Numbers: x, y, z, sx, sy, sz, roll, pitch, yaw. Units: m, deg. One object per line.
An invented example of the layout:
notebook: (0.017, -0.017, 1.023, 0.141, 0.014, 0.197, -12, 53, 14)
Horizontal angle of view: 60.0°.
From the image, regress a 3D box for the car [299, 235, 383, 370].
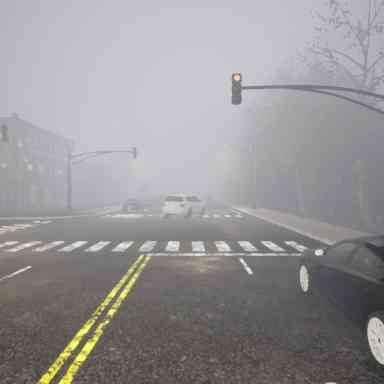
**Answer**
car: (3.344, 1.476, 5.663, 1.882, 1.535, 5.008, 0, 0, 1)

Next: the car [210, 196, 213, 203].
car: (3.370, 1.478, 68.989, 1.837, 1.490, 4.892, 0, 0, 0)

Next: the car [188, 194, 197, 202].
car: (0.022, 1.322, 79.121, 2.097, 1.767, 4.553, 0, 0, 0)

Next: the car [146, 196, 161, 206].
car: (-6.567, 1.457, 57.304, 1.882, 1.535, 5.008, 0, 0, 1)

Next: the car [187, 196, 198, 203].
car: (0.122, 1.521, 68.637, 2.033, 1.411, 5.357, 0, 0, 0)

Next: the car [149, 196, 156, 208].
car: (-6.577, 1.475, 47.071, 2.128, 1.511, 4.902, 0, 0, 0)

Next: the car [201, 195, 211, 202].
car: (3.270, 1.492, 79.178, 2.128, 1.511, 4.902, 0, 0, 0)

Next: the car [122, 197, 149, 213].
car: (-6.581, 1.480, 37.613, 2.128, 1.511, 4.902, 0, 0, 0)

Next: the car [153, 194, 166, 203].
car: (-6.504, 1.326, 67.264, 2.097, 1.767, 4.553, 0, 0, 0)

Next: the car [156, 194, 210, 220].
car: (-0.611, 1.213, 28.737, 2.150, 2.045, 5.566, 1, 0, 22)
